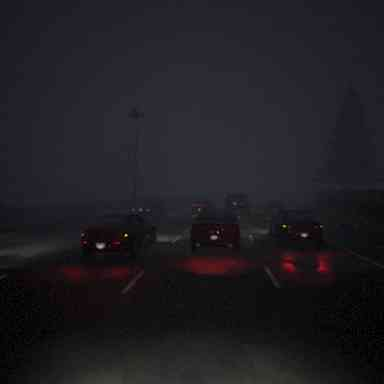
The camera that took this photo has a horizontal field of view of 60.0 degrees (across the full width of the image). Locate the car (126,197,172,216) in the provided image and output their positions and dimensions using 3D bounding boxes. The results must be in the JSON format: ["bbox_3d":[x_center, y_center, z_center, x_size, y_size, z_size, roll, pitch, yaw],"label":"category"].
[{"bbox_3d":[-3.582,1.475,29.080,2.033,1.411,5.357,0,0,12],"label":"car"}]

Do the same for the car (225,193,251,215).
[{"bbox_3d":[4.583,1.163,33.100,2.150,2.045,5.566,0,0,15],"label":"car"}]

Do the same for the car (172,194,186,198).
[{"bbox_3d":[-2.760,1.209,64.238,2.097,1.767,4.553,0,0,25],"label":"car"}]

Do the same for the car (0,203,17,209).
[{"bbox_3d":[-15.336,1.451,24.687,2.033,1.411,5.357,0,0,10],"label":"car"}]

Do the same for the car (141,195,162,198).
[{"bbox_3d":[-7.129,1.348,63.092,1.837,1.490,4.892,0,0,25],"label":"car"}]

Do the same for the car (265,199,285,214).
[{"bbox_3d":[8.413,1.442,33.745,2.128,1.511,4.902,0,0,15],"label":"car"}]

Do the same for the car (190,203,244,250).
[{"bbox_3d":[1.057,1.450,14.207,1.882,1.535,5.008,0,0,6],"label":"car"}]

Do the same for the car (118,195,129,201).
[{"bbox_3d":[-13.001,1.296,67.102,1.882,1.535,5.008,0,0,24],"label":"car"}]

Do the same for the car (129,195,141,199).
[{"bbox_3d":[-9.817,1.331,65.636,1.837,1.490,4.892,0,1,25],"label":"car"}]

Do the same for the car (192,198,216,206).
[{"bbox_3d":[1.292,1.435,34.234,1.837,1.490,4.892,0,0,14],"label":"car"}]

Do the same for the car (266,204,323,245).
[{"bbox_3d":[4.714,1.506,15.420,1.812,1.442,4.674,0,0,7],"label":"car"}]

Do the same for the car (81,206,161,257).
[{"bbox_3d":[-2.628,1.491,12.658,1.812,1.442,4.674,0,0,6],"label":"car"}]
